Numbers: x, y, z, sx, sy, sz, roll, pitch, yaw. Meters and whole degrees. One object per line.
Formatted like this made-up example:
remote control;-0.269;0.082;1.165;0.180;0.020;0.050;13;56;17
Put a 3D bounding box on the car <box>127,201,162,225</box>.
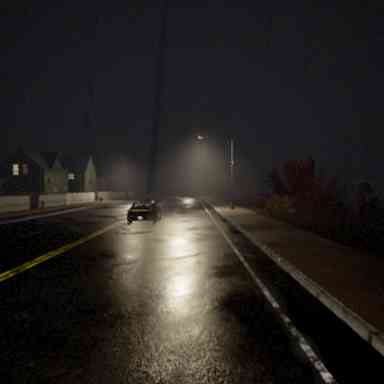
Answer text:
car;-3.153;1.334;22.659;2.128;1.511;4.902;0;0;0
